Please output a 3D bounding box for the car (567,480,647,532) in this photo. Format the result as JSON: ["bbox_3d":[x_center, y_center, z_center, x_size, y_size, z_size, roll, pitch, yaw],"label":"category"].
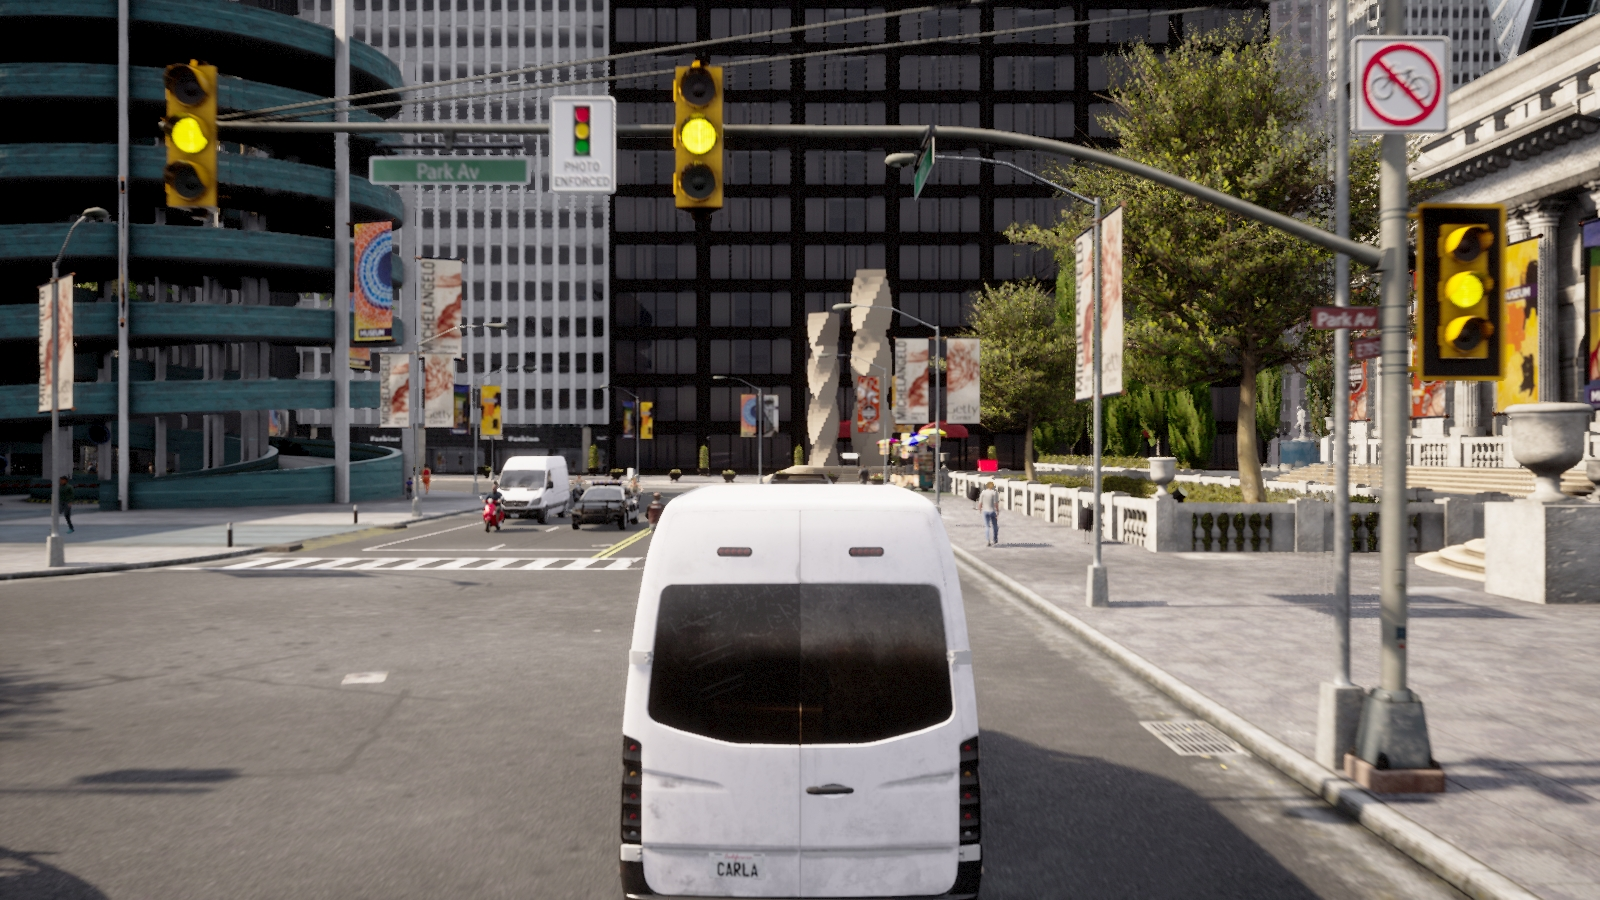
[{"bbox_3d":[-6.943,1.983,41.684,2.097,1.638,5.238,0,0,-1],"label":"car"}]

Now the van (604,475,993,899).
[{"bbox_3d":[-0.009,1.534,8.803,1.988,2.561,5.915,0,0,0],"label":"van"}]

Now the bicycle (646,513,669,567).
[{"bbox_3d":[-3.518,2.210,28.272,0.329,1.171,1.835,0,0,0],"label":"bicycle"}]

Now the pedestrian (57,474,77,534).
[{"bbox_3d":[-22.899,1.696,35.713,0.375,1.860,0.375,0,0,3],"label":"pedestrian"}]

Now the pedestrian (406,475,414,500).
[{"bbox_3d":[-20.786,1.977,60.843,0.375,1.300,0.375,0,0,-12],"label":"pedestrian"}]

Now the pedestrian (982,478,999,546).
[{"bbox_3d":[5.248,1.698,31.479,0.375,1.860,0.375,0,0,25],"label":"pedestrian"}]

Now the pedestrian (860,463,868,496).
[{"bbox_3d":[3.634,1.698,64.907,0.375,1.860,0.375,0,0,-20],"label":"pedestrian"}]

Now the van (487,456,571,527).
[{"bbox_3d":[-10.568,1.533,45.037,1.988,2.561,5.915,0,0,-1],"label":"van"}]

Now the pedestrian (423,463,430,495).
[{"bbox_3d":[-21.955,1.697,67.146,0.375,1.860,0.375,0,0,-23],"label":"pedestrian"}]

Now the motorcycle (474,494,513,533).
[{"bbox_3d":[-10.524,2.182,39.316,0.856,1.236,1.805,0,0,0],"label":"motorcycle"}]
